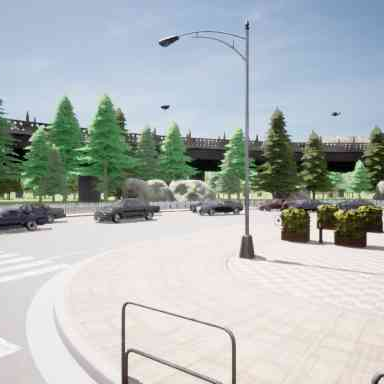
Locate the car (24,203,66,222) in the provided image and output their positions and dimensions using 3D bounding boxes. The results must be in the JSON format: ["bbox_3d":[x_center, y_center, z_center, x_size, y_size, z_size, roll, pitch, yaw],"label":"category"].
[{"bbox_3d":[-11.410,1.492,22.732,2.033,1.411,5.357,0,0,37],"label":"car"}]

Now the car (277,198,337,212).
[{"bbox_3d":[12.450,1.492,36.110,5.357,1.411,2.033,0,0,-12],"label":"car"}]

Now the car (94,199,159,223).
[{"bbox_3d":[-5.075,1.297,25.061,2.097,1.767,4.553,0,0,41],"label":"car"}]

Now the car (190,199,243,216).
[{"bbox_3d":[2.673,1.436,31.952,4.902,1.511,2.128,0,0,-30],"label":"car"}]

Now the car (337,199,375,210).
[{"bbox_3d":[19.734,1.509,40.189,4.181,1.385,1.994,0,0,0],"label":"car"}]

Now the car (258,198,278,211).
[{"bbox_3d":[9.958,1.470,38.811,4.674,1.442,1.812,0,0,-15],"label":"car"}]

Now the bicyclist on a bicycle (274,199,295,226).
[{"bbox_3d":[5.535,1.245,19.605,0.582,1.620,1.656,0,0,-44],"label":"bicyclist on a bicycle"}]

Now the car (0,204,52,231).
[{"bbox_3d":[-10.533,1.545,18.200,1.895,1.301,4.718,0,0,36],"label":"car"}]
